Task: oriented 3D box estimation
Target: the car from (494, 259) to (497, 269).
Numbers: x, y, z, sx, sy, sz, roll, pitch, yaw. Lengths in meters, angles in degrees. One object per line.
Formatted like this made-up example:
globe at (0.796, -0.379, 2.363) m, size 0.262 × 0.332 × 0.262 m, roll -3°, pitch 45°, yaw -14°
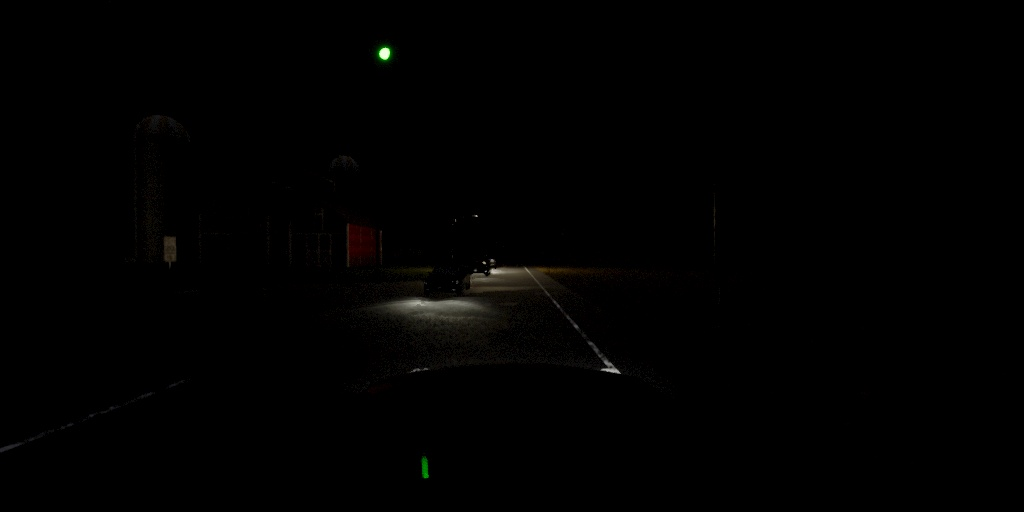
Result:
car at (-3.156, 1.158, 51.938) m, size 2.128 × 1.511 × 4.902 m, roll 0°, pitch 0°, yaw 0°

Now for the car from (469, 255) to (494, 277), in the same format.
car at (-3.272, 0.941, 35.161) m, size 2.150 × 2.045 × 5.566 m, roll 0°, pitch 0°, yaw 0°

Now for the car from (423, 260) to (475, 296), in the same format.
car at (-3.374, 1.181, 19.370) m, size 1.882 × 1.535 × 5.008 m, roll 0°, pitch 1°, yaw 0°
